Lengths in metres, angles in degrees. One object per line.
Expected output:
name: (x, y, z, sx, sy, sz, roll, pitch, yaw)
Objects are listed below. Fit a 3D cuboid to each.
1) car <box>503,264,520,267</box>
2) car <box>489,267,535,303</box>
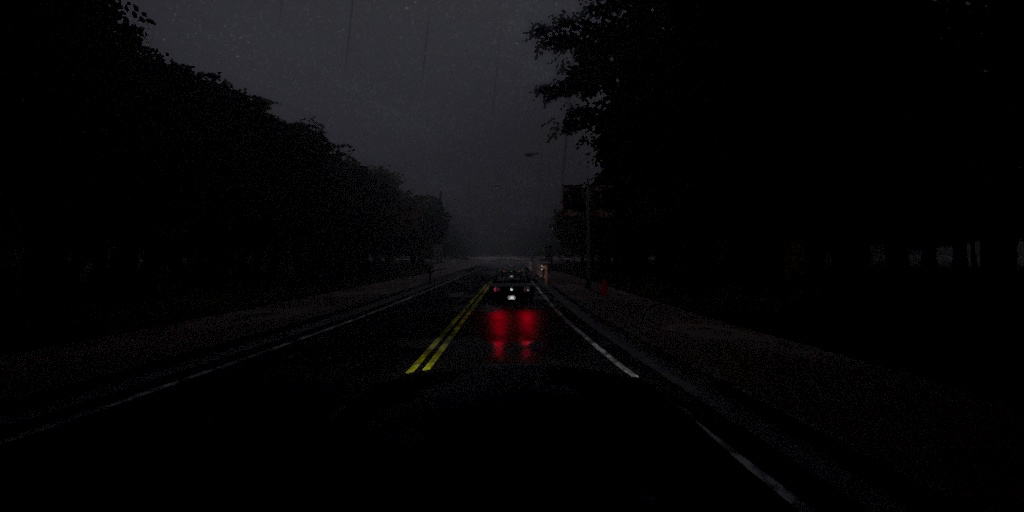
car: (-0.042, 1.367, 31.542, 1.895, 1.301, 4.718, 0, 0, 0)
car: (-0.011, 1.366, 16.541, 1.895, 1.301, 4.718, 0, 0, 0)
